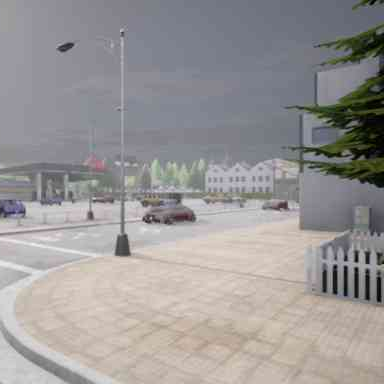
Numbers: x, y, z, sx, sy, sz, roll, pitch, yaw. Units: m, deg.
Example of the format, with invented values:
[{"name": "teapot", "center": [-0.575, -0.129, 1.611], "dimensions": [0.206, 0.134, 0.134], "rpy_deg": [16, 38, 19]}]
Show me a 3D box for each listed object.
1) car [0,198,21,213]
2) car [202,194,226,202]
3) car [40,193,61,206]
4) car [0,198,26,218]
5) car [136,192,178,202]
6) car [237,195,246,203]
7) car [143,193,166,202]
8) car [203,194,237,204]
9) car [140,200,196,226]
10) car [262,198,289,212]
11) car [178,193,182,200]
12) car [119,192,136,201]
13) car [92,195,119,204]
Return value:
[{"name": "car", "center": [-19.756, 1.365, 34.522], "dimensions": [3.806, 1.475, 1.970], "rpy_deg": [0, 0, 36]}, {"name": "car", "center": [4.398, 1.279, 68.126], "dimensions": [4.514, 1.523, 2.007], "rpy_deg": [0, 0, 36]}, {"name": "car", "center": [-21.593, 1.295, 50.686], "dimensions": [3.633, 1.501, 1.845], "rpy_deg": [0, 0, 36]}, {"name": "car", "center": [-15.507, 1.359, 27.748], "dimensions": [3.633, 1.501, 1.845], "rpy_deg": [0, 0, 36]}, {"name": "car", "center": [-4.467, 1.082, 42.697], "dimensions": [4.605, 1.855, 1.932], "rpy_deg": [0, 0, 36]}, {"name": "car", "center": [7.946, 1.217, 61.018], "dimensions": [3.806, 1.475, 1.970], "rpy_deg": [0, 0, 36]}, {"name": "car", "center": [-7.780, 1.073, 68.400], "dimensions": [4.605, 1.855, 1.932], "rpy_deg": [0, 0, 36]}, {"name": "car", "center": [4.433, 1.138, 55.638], "dimensions": [5.027, 1.636, 2.152], "rpy_deg": [0, 0, 36]}, {"name": "car", "center": [-1.543, 1.541, 23.511], "dimensions": [1.994, 1.385, 4.181], "rpy_deg": [0, 0, 36]}, {"name": "car", "center": [9.904, 1.503, 39.210], "dimensions": [1.812, 1.442, 4.674], "rpy_deg": [0, 0, 36]}, {"name": "car", "center": [-3.091, 1.062, 45.290], "dimensions": [3.866, 1.878, 1.905], "rpy_deg": [0, 0, 36]}, {"name": "car", "center": [-14.661, 1.332, 73.356], "dimensions": [3.806, 1.475, 1.970], "rpy_deg": [0, 0, 36]}, {"name": "car", "center": [-15.682, 1.273, 58.744], "dimensions": [4.514, 1.523, 2.007], "rpy_deg": [0, 0, 36]}]
